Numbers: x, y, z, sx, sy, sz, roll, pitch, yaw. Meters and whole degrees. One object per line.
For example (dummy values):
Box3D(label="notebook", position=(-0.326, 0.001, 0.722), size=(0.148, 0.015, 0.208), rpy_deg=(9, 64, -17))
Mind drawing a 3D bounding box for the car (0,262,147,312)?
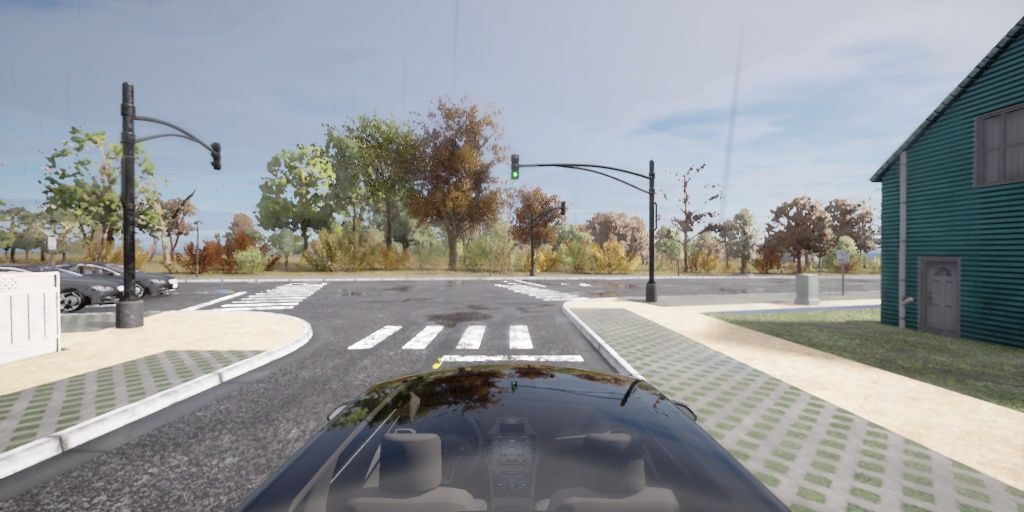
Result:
Box3D(label="car", position=(-15.958, 1.038, 11.836), size=(4.902, 1.511, 2.128), rpy_deg=(1, 0, -22))

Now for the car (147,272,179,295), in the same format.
Box3D(label="car", position=(-17.114, 1.016, 14.886), size=(4.902, 1.511, 2.128), rpy_deg=(1, 0, -22))
